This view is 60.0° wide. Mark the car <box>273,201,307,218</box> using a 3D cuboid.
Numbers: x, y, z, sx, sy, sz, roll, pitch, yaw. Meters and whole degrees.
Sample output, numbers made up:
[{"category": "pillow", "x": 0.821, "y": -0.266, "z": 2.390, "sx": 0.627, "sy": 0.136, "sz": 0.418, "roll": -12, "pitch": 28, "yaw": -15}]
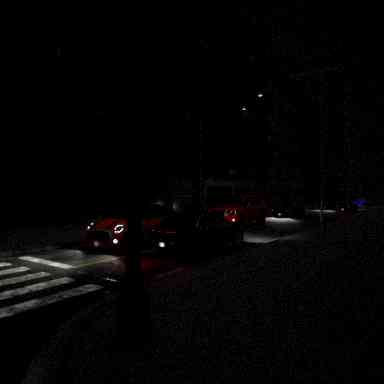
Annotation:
[{"category": "car", "x": 9.003, "y": 1.539, "z": 30.652, "sx": 2.033, "sy": 1.411, "sz": 5.357, "roll": 0, "pitch": 0, "yaw": 35}]

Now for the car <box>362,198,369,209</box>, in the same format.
[{"category": "car", "x": 23.574, "y": 1.537, "z": 46.751, "sx": 1.812, "sy": 1.442, "sz": 4.674, "roll": 0, "pitch": 0, "yaw": 35}]

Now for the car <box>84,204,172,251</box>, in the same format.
[{"category": "car", "x": -2.309, "y": 1.345, "z": 14.217, "sx": 2.097, "sy": 1.767, "sz": 4.553, "roll": 0, "pitch": 0, "yaw": 34}]

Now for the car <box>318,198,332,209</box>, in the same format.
[{"category": "car", "x": 18.099, "y": 1.554, "z": 43.667, "sx": 2.033, "sy": 1.411, "sz": 5.357, "roll": 0, "pitch": 0, "yaw": 35}]

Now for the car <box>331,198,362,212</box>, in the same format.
[{"category": "car", "x": 17.831, "y": 1.606, "z": 38.350, "sx": 1.895, "sy": 1.301, "sz": 4.718, "roll": 0, "pitch": 0, "yaw": 35}]

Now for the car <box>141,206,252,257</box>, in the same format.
[{"category": "car", "x": 0.370, "y": 1.510, "z": 13.133, "sx": 1.837, "sy": 1.490, "sz": 4.892, "roll": 0, "pitch": 0, "yaw": 35}]

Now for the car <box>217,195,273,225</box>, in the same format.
[{"category": "car", "x": 3.137, "y": 1.214, "z": 22.159, "sx": 2.150, "sy": 2.045, "sz": 5.566, "roll": 0, "pitch": 0, "yaw": 35}]
